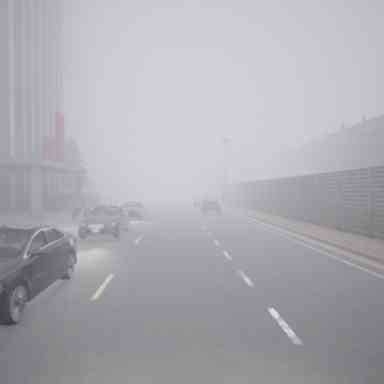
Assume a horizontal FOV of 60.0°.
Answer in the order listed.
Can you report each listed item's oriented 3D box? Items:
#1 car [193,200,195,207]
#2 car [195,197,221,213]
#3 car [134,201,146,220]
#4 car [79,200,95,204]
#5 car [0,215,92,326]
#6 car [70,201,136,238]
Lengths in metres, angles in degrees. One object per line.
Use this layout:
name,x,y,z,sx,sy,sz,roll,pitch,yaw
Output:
car,1.171,1.426,47.109,1.895,1.301,4.718,0,0,-2
car,1.837,1.357,34.512,2.128,1.511,4.902,0,0,-3
car,-4.968,1.487,27.943,2.033,1.411,5.357,0,0,-3
car,-8.346,1.370,27.044,1.895,1.301,4.718,0,0,-3
car,-3.914,1.497,7.094,2.128,1.511,4.902,0,0,-3
car,-4.442,1.465,17.366,2.128,1.511,4.902,0,0,-3
